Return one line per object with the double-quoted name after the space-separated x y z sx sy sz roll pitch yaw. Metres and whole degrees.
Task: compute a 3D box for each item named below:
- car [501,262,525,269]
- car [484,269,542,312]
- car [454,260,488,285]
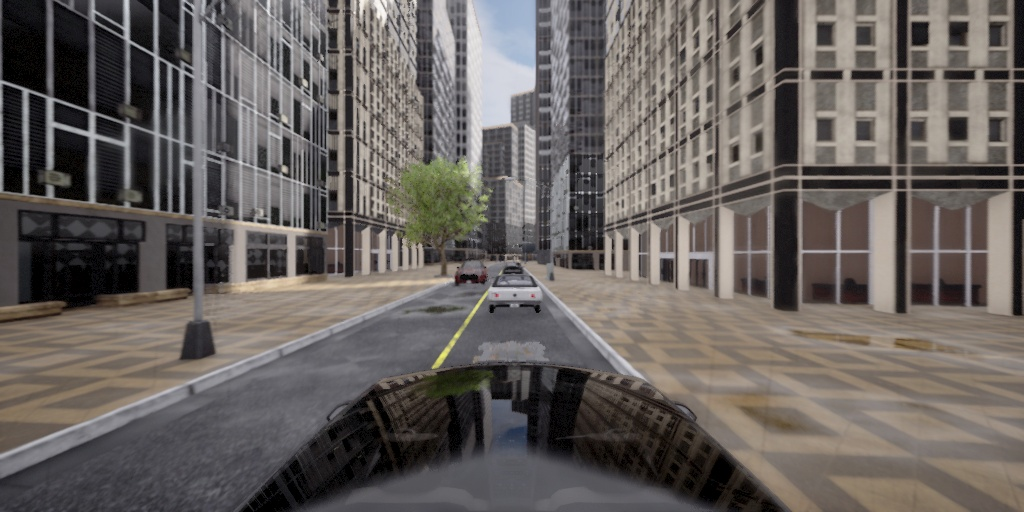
0.102 1.279 32.054 1.837 1.490 4.892 0 0 0 "car"
0.098 1.360 14.226 1.895 1.301 4.718 0 0 0 "car"
-2.846 1.120 25.902 2.097 1.767 4.553 0 0 0 "car"
